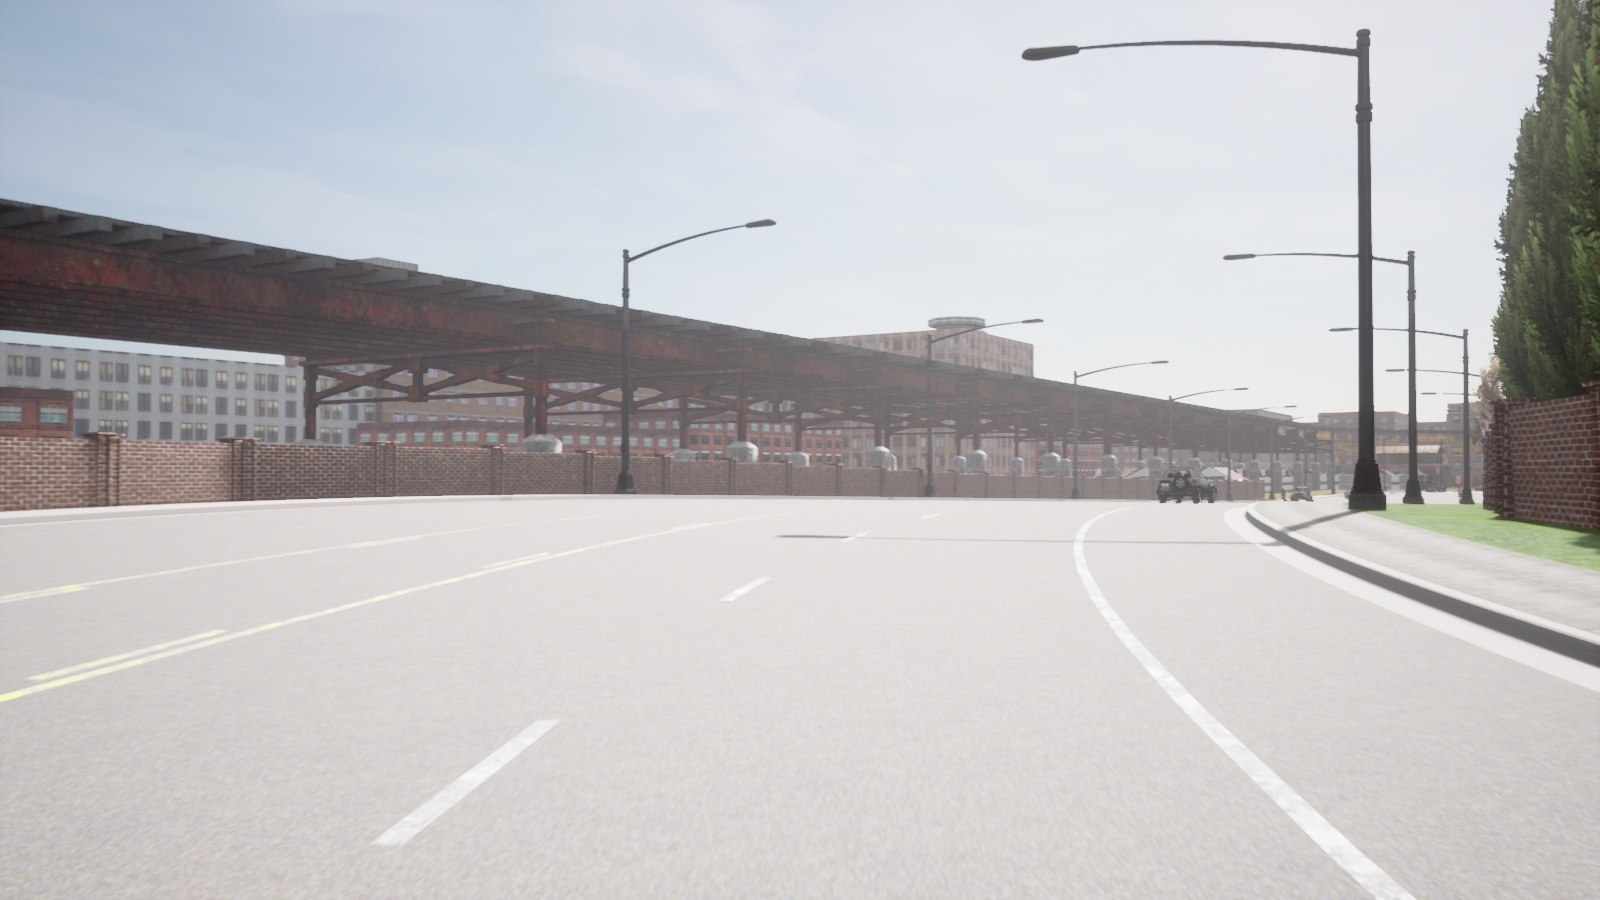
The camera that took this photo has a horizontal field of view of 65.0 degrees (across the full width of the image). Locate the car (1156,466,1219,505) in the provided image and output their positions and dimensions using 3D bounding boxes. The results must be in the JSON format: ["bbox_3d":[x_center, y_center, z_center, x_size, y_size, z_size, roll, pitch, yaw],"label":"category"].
[{"bbox_3d":[19.425,1.802,62.841,1.932,1.855,4.605,0,-2,32],"label":"car"}]
